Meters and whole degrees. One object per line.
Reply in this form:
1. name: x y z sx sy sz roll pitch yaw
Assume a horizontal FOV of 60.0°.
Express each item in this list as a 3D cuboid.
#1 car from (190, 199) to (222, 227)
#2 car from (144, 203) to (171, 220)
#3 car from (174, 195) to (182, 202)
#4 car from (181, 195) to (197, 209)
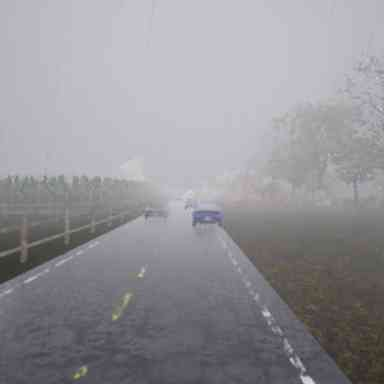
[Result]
1. car: 0.960 1.454 22.593 1.882 1.535 5.008 0 0 0
2. car: -2.852 1.568 27.962 1.895 1.301 4.718 0 0 0
3. car: -2.758 1.365 69.234 1.837 1.490 4.892 0 0 0
4. car: 0.015 1.485 43.293 2.033 1.411 5.357 0 0 0
